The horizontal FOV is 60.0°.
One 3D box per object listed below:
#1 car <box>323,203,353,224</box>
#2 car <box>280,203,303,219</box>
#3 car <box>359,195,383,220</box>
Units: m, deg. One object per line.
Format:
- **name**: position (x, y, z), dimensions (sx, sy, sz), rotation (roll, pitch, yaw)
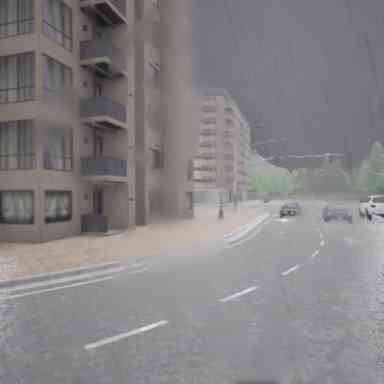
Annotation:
- **car**: position (11.440, 1.631, 26.284), dimensions (1.812, 1.442, 4.674), rotation (-1, -1, 18)
- **car**: position (9.394, 1.726, 31.271), dimensions (1.994, 1.385, 4.181), rotation (-1, -1, 18)
- **car**: position (16.087, 1.307, 28.915), dimensions (2.150, 2.045, 5.566), rotation (-1, -1, 17)
